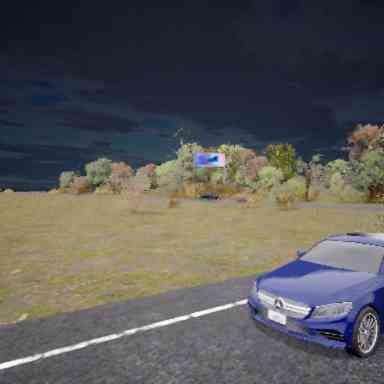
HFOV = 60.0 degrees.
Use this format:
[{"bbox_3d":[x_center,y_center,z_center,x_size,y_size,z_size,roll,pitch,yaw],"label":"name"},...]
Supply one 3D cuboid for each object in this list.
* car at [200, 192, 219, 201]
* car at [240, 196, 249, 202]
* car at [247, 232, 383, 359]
[{"bbox_3d":[3.987,0.938,75.454,2.150,2.045,5.566,0,0,-34],"label":"car"},{"bbox_3d":[10.501,1.414,65.735,1.994,1.385,4.181,0,0,-34],"label":"car"},{"bbox_3d":[3.106,1.521,6.096,4.674,1.442,1.812,0,0,-36],"label":"car"}]
